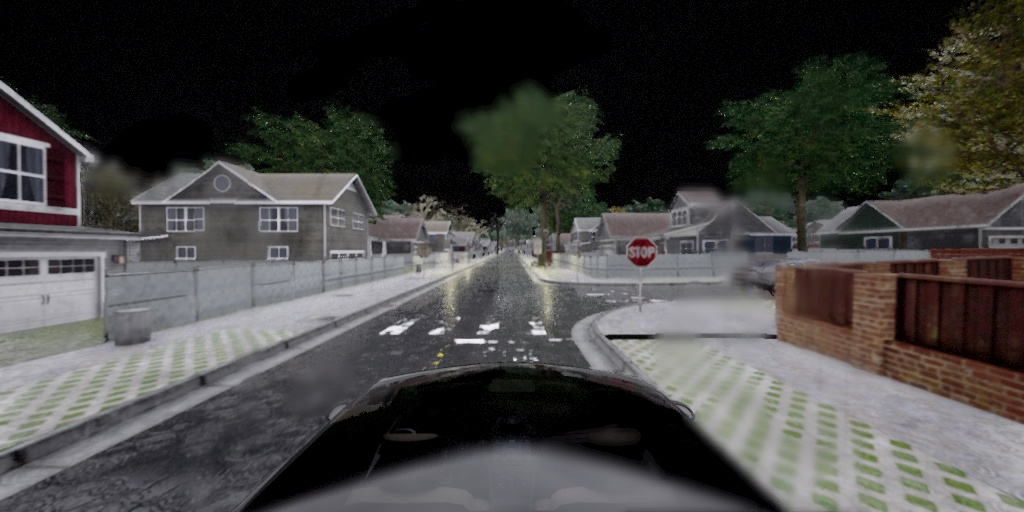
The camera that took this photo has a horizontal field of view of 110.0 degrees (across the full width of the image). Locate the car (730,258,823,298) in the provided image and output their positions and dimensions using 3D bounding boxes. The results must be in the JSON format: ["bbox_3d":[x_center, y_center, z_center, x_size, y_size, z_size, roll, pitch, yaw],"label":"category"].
[{"bbox_3d":[11.455,0.840,14.330,4.902,1.511,2.128,-1,1,-1],"label":"car"}]
